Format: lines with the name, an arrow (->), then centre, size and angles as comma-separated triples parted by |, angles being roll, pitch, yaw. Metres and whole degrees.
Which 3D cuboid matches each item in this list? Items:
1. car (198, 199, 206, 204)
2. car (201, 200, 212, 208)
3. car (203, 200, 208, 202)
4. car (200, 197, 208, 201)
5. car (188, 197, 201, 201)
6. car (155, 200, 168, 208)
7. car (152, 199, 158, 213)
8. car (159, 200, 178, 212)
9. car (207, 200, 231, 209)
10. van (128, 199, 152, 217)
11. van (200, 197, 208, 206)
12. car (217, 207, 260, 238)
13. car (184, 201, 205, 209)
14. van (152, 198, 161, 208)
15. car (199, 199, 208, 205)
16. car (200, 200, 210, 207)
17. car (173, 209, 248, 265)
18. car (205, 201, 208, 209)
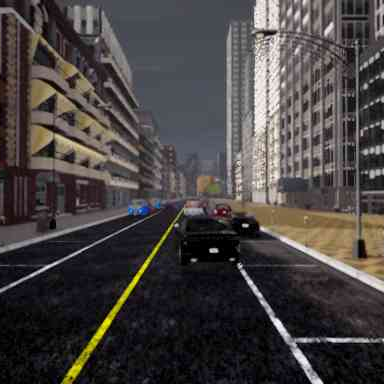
car -> 2.719, 2.527, 90.628 | 2.008, 1.369, 4.403 | 0, -1, 0
car -> 2.711, 2.225, 63.016 | 1.947, 1.339, 4.313 | 0, -1, 0
car -> 2.705, 1.971, 40.927 | 2.008, 1.369, 4.403 | 0, -1, 0
car -> 2.708, 1.978, 51.971 | 1.967, 1.590, 4.097 | 0, -1, 0
car -> 0.117, 1.967, 59.132 | 2.097, 1.767, 4.553 | 0, -1, 0
car -> -5.670, 2.209, 63.018 | 2.008, 1.369, 4.403 | 0, -1, 0
car -> -5.676, 1.964, 40.929 | 1.887, 1.381, 4.507 | 0, -1, 0
car -> -3.040, 2.036, 45.790 | 1.994, 1.385, 4.181 | 0, -1, 1
car -> 2.702, 1.744, 29.881 | 1.967, 1.590, 4.097 | 0, -1, 0
van -> -5.677, 1.702, 35.409 | 1.690, 1.788, 3.998 | 0, -1, 0
van -> 2.715, 2.126, 74.064 | 1.690, 1.788, 3.998 | 0, -1, 0
car -> 2.698, 1.755, 18.835 | 1.947, 1.339, 4.313 | 0, -1, 0
car -> 0.109, 1.961, 35.192 | 1.895, 1.301, 4.718 | 0, -1, 0
van -> -5.672, 1.878, 51.976 | 1.690, 1.788, 3.998 | 0, -1, 0
car -> 2.716, 2.399, 79.583 | 2.008, 1.369, 4.403 | 0, -1, 0
car -> 2.713, 2.266, 68.539 | 1.887, 1.381, 4.507 | 0, -1, 0
car -> 0.415, 1.600, 12.247 | 1.882, 1.535, 5.008 | 0, -1, -5
car -> 2.703, 1.913, 35.403 | 2.008, 1.369, 4.403 | 0, -1, 0
